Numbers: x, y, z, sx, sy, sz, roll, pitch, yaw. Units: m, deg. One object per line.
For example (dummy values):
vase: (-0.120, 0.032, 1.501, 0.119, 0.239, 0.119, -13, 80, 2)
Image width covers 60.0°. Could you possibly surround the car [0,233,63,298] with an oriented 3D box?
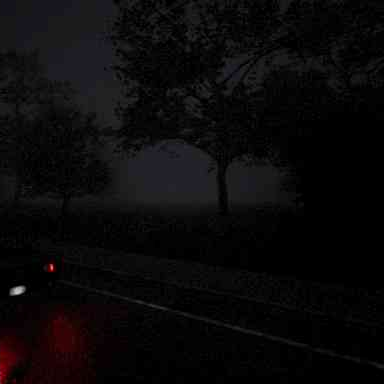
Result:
car: (-5.139, 1.599, 7.657, 4.718, 1.301, 1.895, 0, 0, 36)
